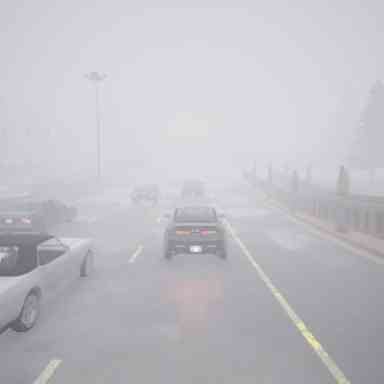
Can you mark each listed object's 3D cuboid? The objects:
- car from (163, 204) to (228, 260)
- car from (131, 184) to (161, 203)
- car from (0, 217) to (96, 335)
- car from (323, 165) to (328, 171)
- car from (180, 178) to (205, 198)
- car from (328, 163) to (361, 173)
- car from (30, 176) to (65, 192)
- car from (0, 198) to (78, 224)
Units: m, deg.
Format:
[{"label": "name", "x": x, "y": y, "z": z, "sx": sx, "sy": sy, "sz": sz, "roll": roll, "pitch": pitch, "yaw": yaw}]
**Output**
[{"label": "car", "x": 0.099, "y": 1.173, "z": 11.128, "sx": 1.837, "sy": 1.490, "sz": 4.892, "roll": 0, "pitch": 2, "yaw": 0}, {"label": "car", "x": -3.440, "y": 0.047, "z": 25.774, "sx": 1.895, "sy": 1.301, "sz": 4.718, "roll": 0, "pitch": 7, "yaw": 0}, {"label": "car", "x": -3.400, "y": 1.470, "z": 6.509, "sx": 1.895, "sy": 1.301, "sz": 4.718, "roll": 0, "pitch": 2, "yaw": 0}, {"label": "car", "x": 25.765, "y": -4.423, "z": 58.704, "sx": 4.902, "sy": 1.511, "sz": 2.128, "roll": 0, "pitch": 8, "yaw": 1}, {"label": "car", "x": 0.043, "y": -0.410, "z": 28.720, "sx": 1.837, "sy": 1.490, "sz": 4.892, "roll": 0, "pitch": 7, "yaw": 0}, {"label": "car", "x": 25.706, "y": -4.070, "z": 55.221, "sx": 4.553, "sy": 1.767, "sz": 2.097, "roll": 0, "pitch": 8, "yaw": 1}, {"label": "car", "x": -14.077, "y": -0.854, "z": 32.540, "sx": 1.994, "sy": 1.385, "sz": 4.181, "roll": 0, "pitch": 8, "yaw": 0}, {"label": "car", "x": -6.903, "y": 0.979, "z": 15.055, "sx": 2.033, "sy": 1.411, "sz": 5.357, "roll": 0, "pitch": 4, "yaw": 0}]
